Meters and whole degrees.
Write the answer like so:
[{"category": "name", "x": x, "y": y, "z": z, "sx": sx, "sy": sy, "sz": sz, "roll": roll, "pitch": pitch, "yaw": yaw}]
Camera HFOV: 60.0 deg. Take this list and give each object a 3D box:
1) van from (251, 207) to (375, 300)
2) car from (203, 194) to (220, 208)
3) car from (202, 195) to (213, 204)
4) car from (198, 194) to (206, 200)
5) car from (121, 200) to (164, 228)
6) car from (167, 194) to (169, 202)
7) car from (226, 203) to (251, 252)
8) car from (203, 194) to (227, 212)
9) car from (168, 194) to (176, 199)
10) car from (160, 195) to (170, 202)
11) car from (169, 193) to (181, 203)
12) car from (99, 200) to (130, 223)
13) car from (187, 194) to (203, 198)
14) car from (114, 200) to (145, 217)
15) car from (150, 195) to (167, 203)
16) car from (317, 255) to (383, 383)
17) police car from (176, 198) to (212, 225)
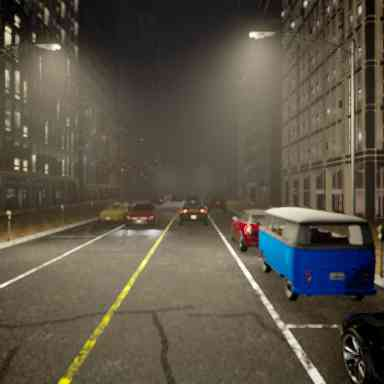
[{"category": "van", "x": 2.695, "y": 1.322, "z": 8.019, "sx": 1.690, "sy": 1.788, "sz": 3.998, "roll": 0, "pitch": 0, "yaw": 0}, {"category": "car", "x": 2.705, "y": 1.182, "z": 47.864, "sx": 2.192, "sy": 1.841, "sz": 5.009, "roll": 0, "pitch": 0, "yaw": 0}, {"category": "car", "x": 2.706, "y": 1.353, "z": 59.418, "sx": 1.752, "sy": 1.417, "sz": 4.829, "roll": 0, "pitch": 0, "yaw": 0}, {"category": "car", "x": 2.712, "y": 1.290, "z": 87.709, "sx": 1.947, "sy": 1.339, "sz": 4.313, "roll": 0, "pitch": 0, "yaw": 0}, {"category": "car", "x": -3.095, "y": 1.471, "z": 21.797, "sx": 1.812, "sy": 1.442, "sz": 4.674, "roll": 0, "pitch": 0, "yaw": 0}, {"category": "car", "x": -5.675, "y": 1.395, "z": 59.263, "sx": 1.947, "sy": 1.339, "sz": 4.313, "roll": 0, "pitch": 0, "yaw": 0}, {"category": "car", "x": 2.697, "y": 1.407, "z": 13.711, "sx": 1.967, "sy": 1.590, "sz": 4.097, "roll": 0, "pitch": 0, "yaw": 0}, {"category": "car", "x": 2.702, "y": 1.217, "z": 36.479, "sx": 2.192, "sy": 1.841, "sz": 5.009, "roll": 0, "pitch": 0, "yaw": 0}, {"category": "car", "x": -5.667, "y": 1.247, "z": 93.415, "sx": 1.887, "sy": 1.381, "sz": 4.507, "roll": 0, "pitch": 0, "yaw": 0}, {"category": "car", "x": -5.672, "y": 1.370, "z": 70.645, "sx": 1.802, "sy": 1.307, "sz": 4.206, "roll": 0, "pitch": 0, "yaw": 0}, {"category": "car", "x": -3.018, "y": 1.340, "z": 63.255, "sx": 1.812, "sy": 1.442, "sz": 4.674, "roll": 0, "pitch": 0, "yaw": 1}, {"category": "car", "x": -5.682, "y": 1.461, "z": 24.937, "sx": 1.752, "sy": 1.417, "sz": 4.829, "roll": 0, "pitch": 0, "yaw": 0}, {"category": "car", "x": 0.110, "y": 1.237, "z": 42.080, "sx": 2.097, "sy": 1.767, "sz": 4.553, "roll": 0, "pitch": 0, "yaw": 0}, {"category": "car", "x": -5.681, "y": 1.470, "z": 30.801, "sx": 2.008, "sy": 1.369, "sz": 4.403, "roll": 0, "pitch": 0, "yaw": 0}, {"category": "car", "x": -5.675, "y": 1.399, "z": 53.570, "sx": 2.008, "sy": 1.369, "sz": 4.403, "roll": 0, "pitch": 0, "yaw": 0}, {"category": "car", "x": 2.694, "y": 1.561, "z": 2.326, "sx": 1.947, "sy": 1.339, "sz": 4.313, "roll": 0, "pitch": 0, "yaw": 0}, {"category": "police car", "x": 0.106, "y": 1.441, "z": 23.916, "sx": 2.038, "sy": 1.542, "sz": 4.974, "roll": 0, "pitch": 0, "yaw": 0}]
